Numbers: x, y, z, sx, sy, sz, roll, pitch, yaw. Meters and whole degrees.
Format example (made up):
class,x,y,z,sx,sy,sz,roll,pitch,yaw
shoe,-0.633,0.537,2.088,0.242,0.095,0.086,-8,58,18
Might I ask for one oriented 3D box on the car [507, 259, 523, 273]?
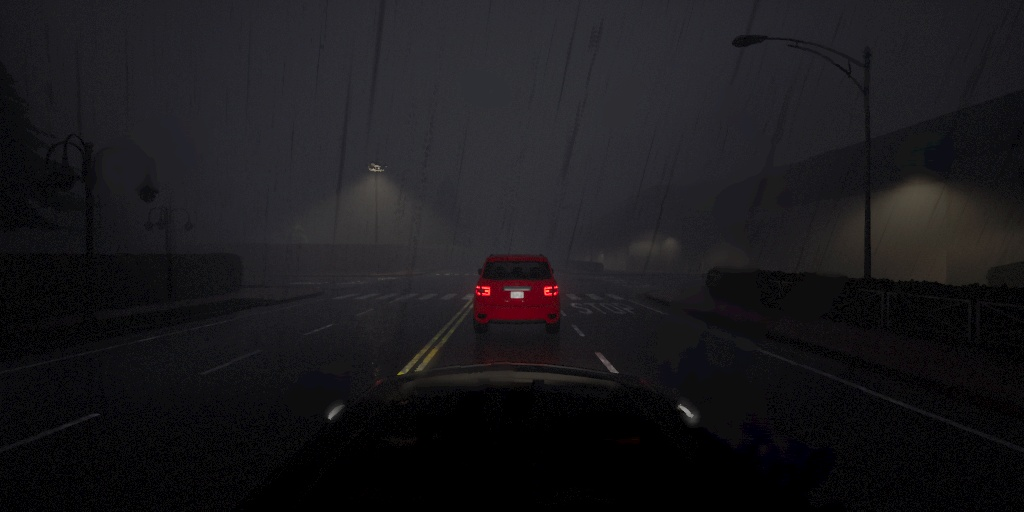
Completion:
class,x,y,z,sx,sy,sz,roll,pitch,yaw
car,0.367,1.228,45.637,1.882,1.535,5.008,0,0,1

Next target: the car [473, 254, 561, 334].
class,x,y,z,sx,sy,sz,roll,pitch,yaw
car,0.124,0.971,10.785,2.150,2.045,5.566,0,0,0
